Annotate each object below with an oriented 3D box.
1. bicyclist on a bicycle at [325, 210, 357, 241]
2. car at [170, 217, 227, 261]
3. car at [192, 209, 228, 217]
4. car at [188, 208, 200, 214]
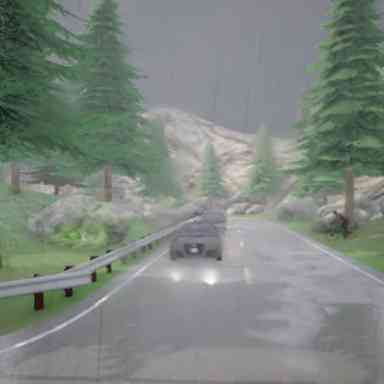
[{"bbox_3d":[7.861,1.760,17.700,1.656,1.620,0.582,-8,-5,6],"label":"bicyclist on a bicycle"},{"bbox_3d":[0.320,1.991,14.093,1.994,1.385,4.181,-2,-2,7],"label":"car"},{"bbox_3d":[1.530,2.224,23.537,2.033,1.411,5.357,-2,-2,7],"label":"car"},{"bbox_3d":[-0.074,3.094,50.111,1.895,1.301,4.718,0,-2,-45],"label":"car"}]
